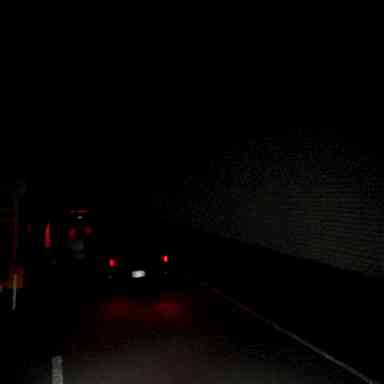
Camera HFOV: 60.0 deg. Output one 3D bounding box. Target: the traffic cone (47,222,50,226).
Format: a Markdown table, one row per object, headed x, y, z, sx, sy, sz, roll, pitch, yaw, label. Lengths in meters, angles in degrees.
| x | y | z | sx | sy | sz | roll | pitch | yaw | label |
| --- | --- | --- | --- | --- | --- | --- | --- | --- | --- |
| -7.826 | 2.088 | 18.080 | 0.340 | 0.580 | 0.340 | 1 | -1 | -23 | traffic cone |

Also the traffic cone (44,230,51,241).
| x | y | z | sx | sy | sz | roll | pitch | yaw | label |
| --- | --- | --- | --- | --- | --- | --- | --- | --- | --- |
| -6.273 | 2.061 | 14.394 | 0.340 | 0.580 | 0.340 | 1 | -1 | -23 | traffic cone |

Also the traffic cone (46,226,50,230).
| x | y | z | sx | sy | sz | roll | pitch | yaw | label |
| --- | --- | --- | --- | --- | --- | --- | --- | --- | --- |
| -7.049 | 2.075 | 16.237 | 0.340 | 0.580 | 0.340 | 1 | -1 | -23 | traffic cone |

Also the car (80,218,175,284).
| x | y | z | sx | sy | sz | roll | pitch | yaw | label |
| --- | --- | --- | --- | --- | --- | --- | --- | --- | --- |
| -2.137 | 1.692 | 10.028 | 1.895 | 1.301 | 4.718 | 1 | -1 | -23 | car |

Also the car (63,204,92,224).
| x | y | z | sx | sy | sz | roll | pitch | yaw | label |
| --- | --- | --- | --- | --- | --- | --- | --- | --- | --- |
| -9.315 | 1.706 | 26.968 | 2.128 | 1.511 | 4.902 | 1 | -1 | -24 | car |

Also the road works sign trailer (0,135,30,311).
| x | y | z | sx | sy | sz | roll | pitch | yaw | label |
| --- | --- | --- | --- | --- | --- | --- | --- | --- | --- |
| -4.915 | 0.506 | 7.382 | 2.380 | 3.560 | 2.880 | 1 | -1 | -23 | road works sign trailer |
